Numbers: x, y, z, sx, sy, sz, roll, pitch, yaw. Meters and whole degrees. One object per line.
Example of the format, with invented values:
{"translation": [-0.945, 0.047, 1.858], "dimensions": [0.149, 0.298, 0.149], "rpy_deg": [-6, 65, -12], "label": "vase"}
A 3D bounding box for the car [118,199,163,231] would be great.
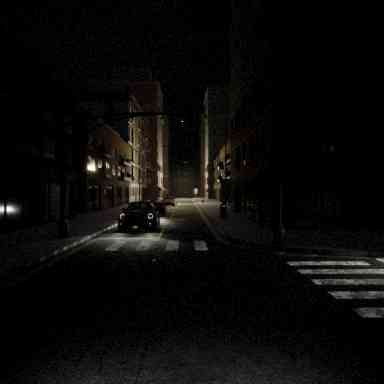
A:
{"translation": [-3.158, 1.348, 20.462], "dimensions": [2.097, 1.767, 4.553], "rpy_deg": [0, 0, -1], "label": "car"}

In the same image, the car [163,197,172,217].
{"translation": [-3.345, 1.479, 31.364], "dimensions": [2.128, 1.511, 4.902], "rpy_deg": [0, 0, -1], "label": "car"}

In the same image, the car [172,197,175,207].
{"translation": [-3.589, 1.451, 50.356], "dimensions": [1.882, 1.535, 5.008], "rpy_deg": [0, 0, 0], "label": "car"}
